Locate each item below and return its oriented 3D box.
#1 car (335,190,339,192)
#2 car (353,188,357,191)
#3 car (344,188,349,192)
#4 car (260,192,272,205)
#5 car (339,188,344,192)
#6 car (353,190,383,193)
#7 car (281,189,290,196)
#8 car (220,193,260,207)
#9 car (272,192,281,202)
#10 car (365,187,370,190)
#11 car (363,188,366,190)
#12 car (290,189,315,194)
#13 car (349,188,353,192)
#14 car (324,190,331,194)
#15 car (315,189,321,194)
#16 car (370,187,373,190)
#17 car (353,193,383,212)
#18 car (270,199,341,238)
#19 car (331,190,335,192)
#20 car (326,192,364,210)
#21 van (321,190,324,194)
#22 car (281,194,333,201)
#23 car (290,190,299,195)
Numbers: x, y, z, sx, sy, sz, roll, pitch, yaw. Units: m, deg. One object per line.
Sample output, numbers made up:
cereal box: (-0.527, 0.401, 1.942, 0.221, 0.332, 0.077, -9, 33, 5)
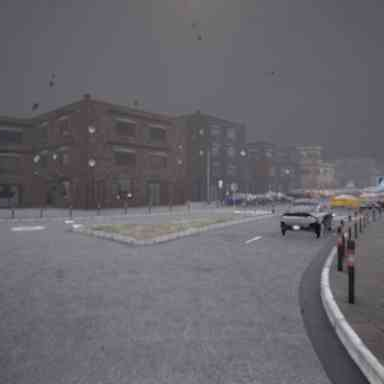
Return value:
car: (25.668, 0.361, 65.209, 4.553, 1.767, 2.185, 0, 1, 41)
car: (32.934, 0.294, 73.507, 4.892, 1.521, 2.231, 0, 1, 41)
car: (29.316, 0.389, 69.347, 4.892, 1.521, 2.231, 0, 1, 41)
car: (7.594, 1.001, 44.392, 5.008, 1.535, 2.097, 0, 1, 41)
car: (27.525, 0.311, 67.249, 4.553, 1.767, 2.185, 0, 1, 41)
car: (22.686, 0.869, 42.674, 1.882, 1.535, 5.008, 0, 1, 42)
car: (11.238, 0.782, 48.525, 4.553, 1.767, 2.185, 0, 1, 41)
car: (5.808, 0.918, 42.282, 4.553, 1.767, 2.185, 0, 1, 41)
car: (9.409, 0.995, 46.466, 4.674, 1.452, 2.002, 0, 1, 41)
car: (40.027, 0.113, 81.953, 5.366, 1.575, 1.946, 0, 1, 41)
car: (38.359, 0.198, 79.749, 4.674, 1.452, 2.002, 0, 1, 41)
car: (16.622, 0.499, 54.806, 5.566, 2.045, 2.435, 0, 1, 41)
car: (31.125, 0.340, 71.427, 4.892, 1.521, 2.231, 0, 1, 41)
car: (22.070, 0.590, 61.035, 5.008, 1.535, 2.097, 0, 1, 41)
car: (18.596, 0.694, 56.749, 5.366, 1.575, 1.946, 0, 1, 41)
car: (41.980, 0.075, 83.906, 4.892, 1.521, 2.231, 0, 1, 41)
car: (17.904, 1.124, 32.631, 2.033, 1.411, 5.357, 0, 1, 41)
car: (5.899, 1.337, 16.839, 2.128, 1.511, 4.902, 0, 1, 32)
car: (23.859, 0.412, 63.130, 4.553, 1.767, 2.185, 0, 1, 41)
car: (16.401, 1.035, 35.457, 1.882, 1.535, 5.008, 0, 1, 41)
van: (20.351, 0.418, 58.871, 4.442, 1.987, 1.878, 0, 1, 41)
car: (9.361, 1.204, 26.853, 2.128, 1.511, 4.902, 0, 1, 38)
car: (13.024, 0.859, 50.636, 4.892, 1.521, 2.231, 0, 1, 41)
